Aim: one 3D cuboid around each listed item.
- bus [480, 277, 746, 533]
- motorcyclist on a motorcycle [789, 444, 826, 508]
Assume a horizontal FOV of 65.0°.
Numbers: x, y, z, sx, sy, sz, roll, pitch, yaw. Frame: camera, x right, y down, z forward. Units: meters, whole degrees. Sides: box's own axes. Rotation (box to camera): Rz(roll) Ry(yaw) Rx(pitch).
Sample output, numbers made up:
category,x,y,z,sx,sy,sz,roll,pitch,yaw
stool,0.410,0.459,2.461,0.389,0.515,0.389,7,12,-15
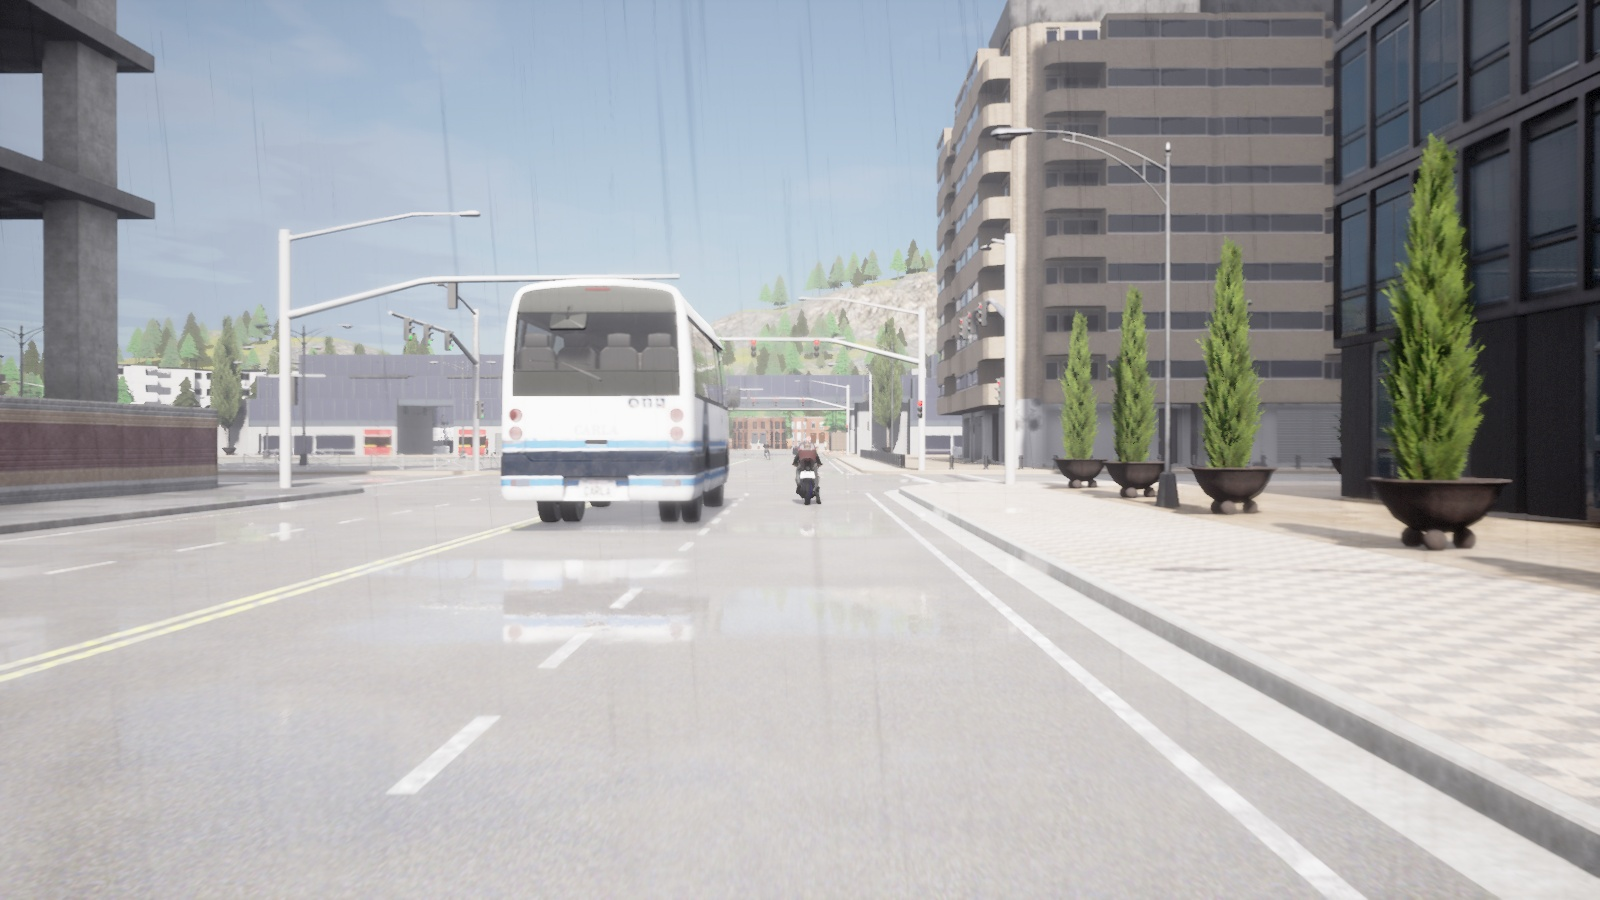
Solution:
category,x,y,z,sx,sy,sz,roll,pitch,yaw
bus,-3.341,-0.780,26.093,3.944,4.253,10.273,0,0,0
motorcyclist on a motorcycle,0.183,0.608,30.770,0.866,1.530,2.191,0,0,0
